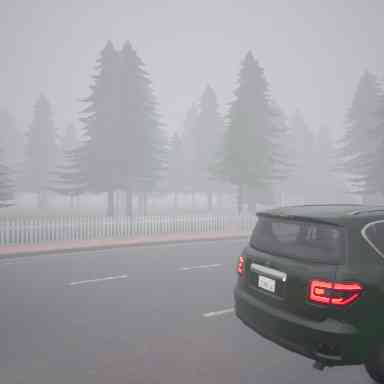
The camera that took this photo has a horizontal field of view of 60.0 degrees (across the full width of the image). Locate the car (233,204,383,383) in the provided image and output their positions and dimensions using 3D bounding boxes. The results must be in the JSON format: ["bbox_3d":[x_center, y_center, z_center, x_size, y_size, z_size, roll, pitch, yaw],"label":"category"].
[{"bbox_3d":[3.305,1.222,5.348,5.566,2.045,2.150,0,0,-27],"label":"car"}]
